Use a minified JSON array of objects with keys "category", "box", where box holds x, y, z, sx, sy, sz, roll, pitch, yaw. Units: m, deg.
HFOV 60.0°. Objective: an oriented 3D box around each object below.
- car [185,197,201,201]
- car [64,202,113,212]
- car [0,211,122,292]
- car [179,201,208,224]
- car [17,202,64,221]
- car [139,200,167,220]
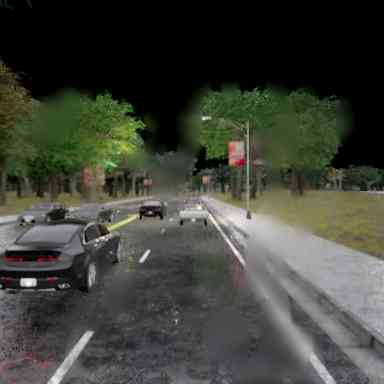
[{"category":"car","box":[0.092,1.361,41.994,2.128,1.511,4.902,0,0,0]},{"category":"car","box":[-6.588,1.440,22.305,1.837,1.490,4.892,0,0,0]},{"category":"car","box":[-3.151,1.484,8.831,1.837,1.490,4.892,0,0,0]},{"category":"car","box":[0.096,1.531,23.898,1.895,1.301,4.718,0,0,0]},{"category":"car","box":[-9.837,1.426,22.411,2.128,1.511,4.902,0,0,0]},{"category":"car","box":[-3.155,1.396,27.583,1.882,1.535,5.008,0,0,0]}]
